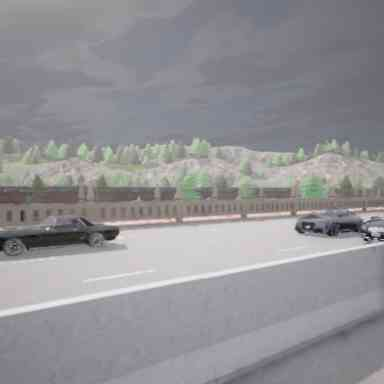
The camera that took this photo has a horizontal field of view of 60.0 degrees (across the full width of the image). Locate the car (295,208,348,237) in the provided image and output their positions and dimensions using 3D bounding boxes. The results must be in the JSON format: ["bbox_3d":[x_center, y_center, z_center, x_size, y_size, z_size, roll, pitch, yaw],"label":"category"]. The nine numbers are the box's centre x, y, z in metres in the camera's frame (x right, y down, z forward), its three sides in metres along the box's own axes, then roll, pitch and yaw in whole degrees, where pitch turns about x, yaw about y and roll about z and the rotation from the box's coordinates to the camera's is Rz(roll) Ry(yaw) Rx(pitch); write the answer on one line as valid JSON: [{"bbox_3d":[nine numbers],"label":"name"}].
[{"bbox_3d":[7.459,1.564,17.910,4.181,1.385,1.994,0,0,-35],"label":"car"}]

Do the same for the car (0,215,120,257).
[{"bbox_3d":[-5.371,1.600,13.060,4.718,1.301,1.895,0,0,-36],"label":"car"}]

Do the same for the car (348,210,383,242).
[{"bbox_3d":[9.577,1.492,15.123,4.902,1.511,2.128,0,0,-35],"label":"car"}]
